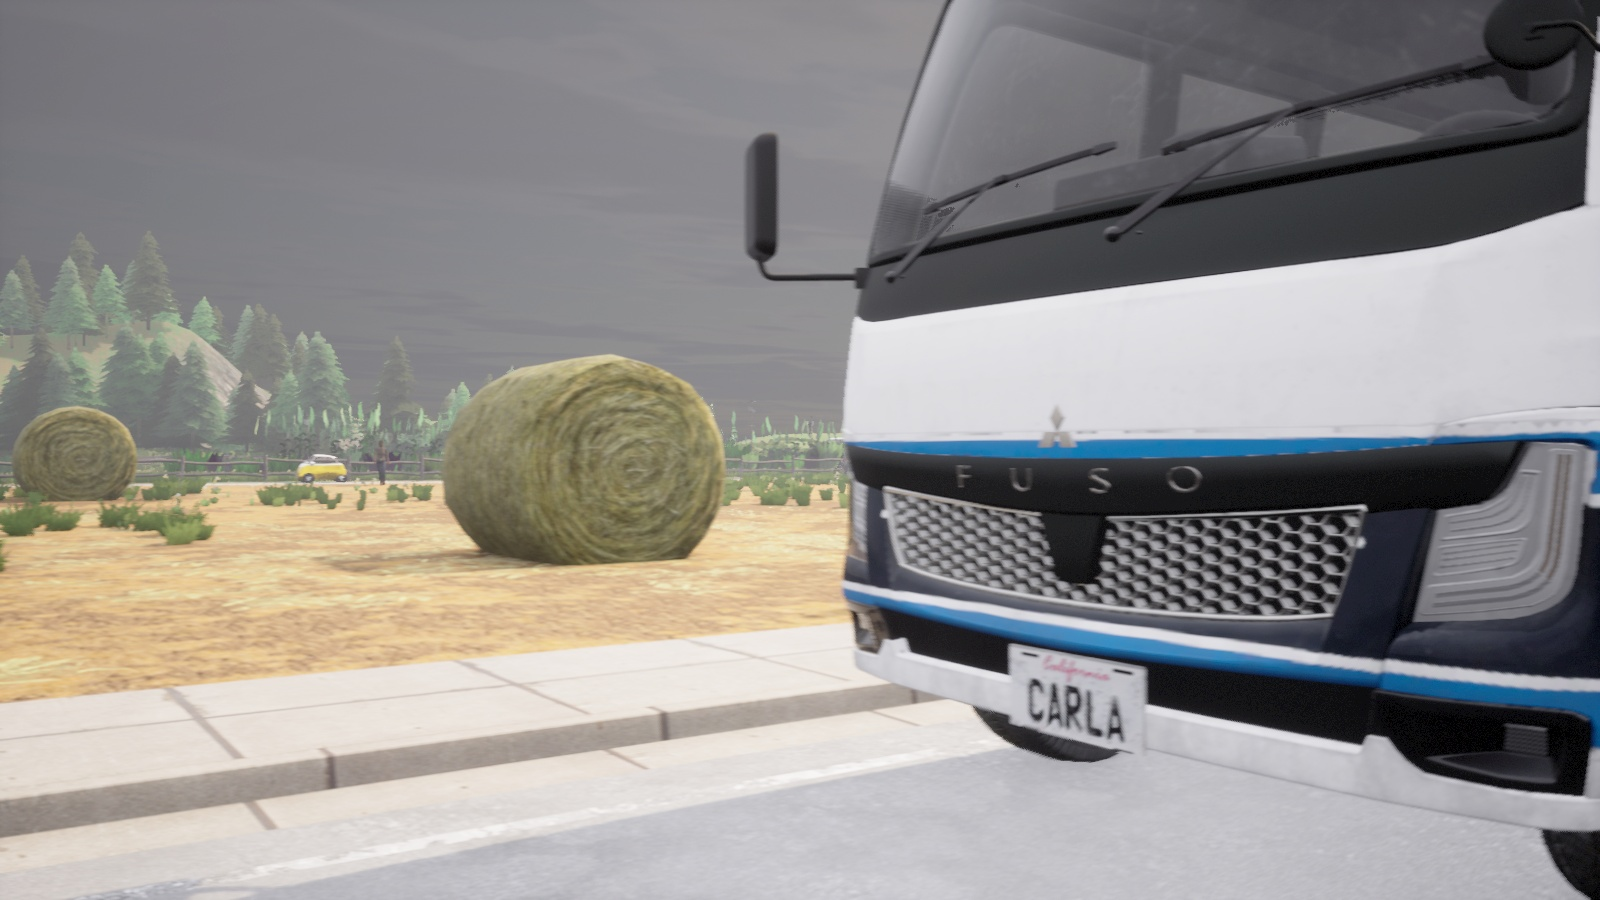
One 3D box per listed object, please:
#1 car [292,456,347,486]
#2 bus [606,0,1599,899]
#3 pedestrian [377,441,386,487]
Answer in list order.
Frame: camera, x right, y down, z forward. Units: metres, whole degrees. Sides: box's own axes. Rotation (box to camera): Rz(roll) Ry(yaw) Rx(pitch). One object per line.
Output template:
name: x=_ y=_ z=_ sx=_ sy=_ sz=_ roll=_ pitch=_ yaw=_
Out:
car: x=-22.837 y=0.987 z=59.693 sx=2.207 sy=1.376 sz=1.481 roll=0 pitch=0 yaw=-31
bus: x=4.496 y=-0.626 z=6.798 sx=10.273 sy=4.253 sz=3.944 roll=0 pitch=0 yaw=-35
pedestrian: x=-16.349 y=0.544 z=49.041 sx=0.328 sy=1.805 sz=0.869 roll=0 pitch=0 yaw=-19
